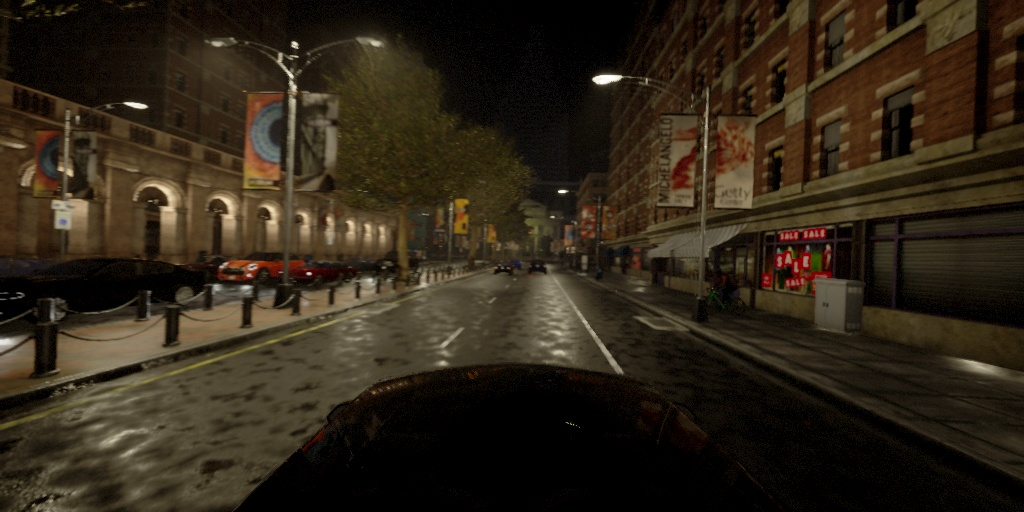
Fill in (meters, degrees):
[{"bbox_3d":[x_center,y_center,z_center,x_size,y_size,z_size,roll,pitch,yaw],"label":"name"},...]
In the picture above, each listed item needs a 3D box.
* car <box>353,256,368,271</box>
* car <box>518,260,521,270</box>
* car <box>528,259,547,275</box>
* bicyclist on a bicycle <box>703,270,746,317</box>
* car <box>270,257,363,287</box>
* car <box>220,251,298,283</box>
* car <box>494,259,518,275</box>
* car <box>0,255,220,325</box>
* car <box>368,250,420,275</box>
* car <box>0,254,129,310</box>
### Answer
[{"bbox_3d":[-13.076,0.736,30.746,2.033,1.411,5.357,2,0,4],"label":"car"},{"bbox_3d":[0.368,1.198,53.477,1.882,1.535,5.008,2,0,4],"label":"car"},{"bbox_3d":[3.027,1.191,42.272,2.097,1.767,4.553,2,0,4],"label":"car"},{"bbox_3d":[7.502,1.348,12.806,1.656,1.620,0.582,2,0,4],"label":"bicyclist on a bicycle"},{"bbox_3d":[-10.427,0.908,19.624,1.895,1.301,4.718,2,0,4],"label":"car"},{"bbox_3d":[-13.877,0.517,20.216,2.097,1.767,4.553,2,0,4],"label":"car"},{"bbox_3d":[-0.811,1.232,37.765,2.033,1.411,5.357,2,0,3],"label":"car"},{"bbox_3d":[-11.171,0.762,9.776,1.882,1.535,5.008,2,0,4],"label":"car"},{"bbox_3d":[-9.586,0.554,30.291,2.150,2.045,5.566,2,0,5],"label":"car"},{"bbox_3d":[-14.667,0.689,9.957,2.033,1.411,5.357,2,0,4],"label":"car"}]
